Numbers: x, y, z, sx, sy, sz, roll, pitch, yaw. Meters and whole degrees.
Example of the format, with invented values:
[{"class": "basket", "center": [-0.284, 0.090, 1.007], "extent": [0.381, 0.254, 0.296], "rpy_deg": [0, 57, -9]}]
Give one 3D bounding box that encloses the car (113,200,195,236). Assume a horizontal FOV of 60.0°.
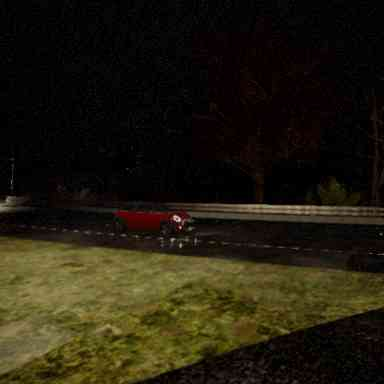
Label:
[{"class": "car", "center": [-2.113, 1.363, 18.610], "extent": [4.553, 1.767, 2.097], "rpy_deg": [0, 0, 26]}]
